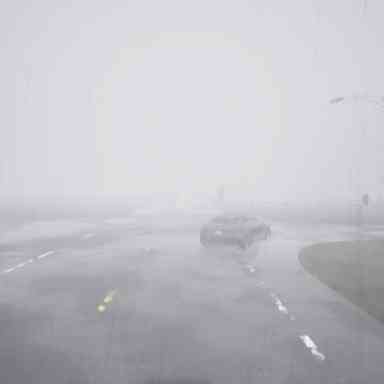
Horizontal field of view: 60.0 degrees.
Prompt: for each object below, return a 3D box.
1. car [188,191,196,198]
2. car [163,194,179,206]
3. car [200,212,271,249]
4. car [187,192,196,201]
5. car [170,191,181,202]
[{"bbox_3d":[-0.076,0.666,81.229,1.837,1.490,4.892,0,2,0],"label":"car"},{"bbox_3d":[-3.613,1.488,53.281,2.033,1.411,5.357,0,0,0],"label":"car"},{"bbox_3d":[2.005,1.575,14.685,1.994,1.385,4.181,-1,-1,29],"label":"car"},{"bbox_3d":[-0.066,1.154,70.817,2.128,1.511,4.902,0,2,0],"label":"car"},{"bbox_3d":[-3.565,0.909,69.078,2.150,2.045,5.566,0,1,0],"label":"car"}]
